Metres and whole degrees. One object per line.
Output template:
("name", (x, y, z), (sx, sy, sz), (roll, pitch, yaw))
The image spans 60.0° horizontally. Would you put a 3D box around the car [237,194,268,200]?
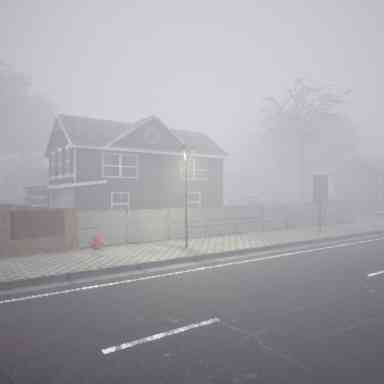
("car", (7.805, 1.270, 41.426), (2.150, 2.045, 5.566), (0, 0, -35))
